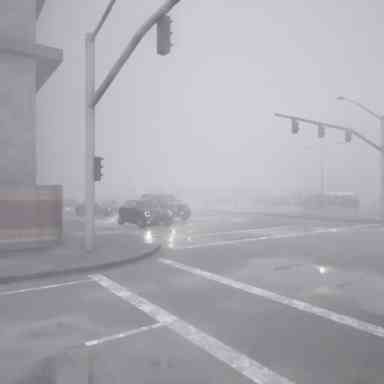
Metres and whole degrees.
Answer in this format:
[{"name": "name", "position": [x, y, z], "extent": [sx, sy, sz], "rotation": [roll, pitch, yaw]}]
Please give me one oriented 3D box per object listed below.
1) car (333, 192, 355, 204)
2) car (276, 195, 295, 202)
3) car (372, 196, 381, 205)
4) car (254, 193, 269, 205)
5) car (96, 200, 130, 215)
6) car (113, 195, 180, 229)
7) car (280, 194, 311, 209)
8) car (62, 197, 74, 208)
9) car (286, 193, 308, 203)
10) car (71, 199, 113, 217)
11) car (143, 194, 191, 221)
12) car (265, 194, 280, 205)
[{"name": "car", "position": [35.920, 1.198, 78.679], "extent": [3.866, 1.878, 1.905], "rotation": [0, 0, -35]}, {"name": "car", "position": [20.009, 1.396, 70.944], "extent": [3.905, 1.438, 1.784], "rotation": [0, 0, -35]}, {"name": "car", "position": [31.463, 1.428, 54.801], "extent": [3.806, 1.475, 1.970], "rotation": [0, 0, -35]}, {"name": "car", "position": [12.541, 1.177, 55.312], "extent": [4.605, 1.855, 1.932], "rotation": [0, 0, -35]}, {"name": "car", "position": [-8.370, 1.553, 34.918], "extent": [1.895, 1.301, 4.718], "rotation": [0, 0, -36]}, {"name": "car", "position": [-3.073, 1.302, 21.547], "extent": [2.097, 1.767, 4.553], "rotation": [0, 0, -36]}, {"name": "car", "position": [15.803, 1.419, 50.787], "extent": [3.806, 1.475, 1.970], "rotation": [0, 0, -35]}, {"name": "car", "position": [-17.946, 1.499, 48.345], "extent": [2.033, 1.411, 5.357], "rotation": [0, 0, -35]}, {"name": "car", "position": [21.630, 1.185, 68.543], "extent": [4.605, 1.855, 1.932], "rotation": [0, 0, -35]}, {"name": "car", "position": [-8.853, 1.551, 29.589], "extent": [1.895, 1.301, 4.718], "rotation": [0, 0, -36]}, {"name": "car", "position": [-2.354, 1.173, 26.535], "extent": [2.150, 2.045, 5.566], "rotation": [0, 0, -36]}, {"name": "car", "position": [14.131, 1.387, 53.151], "extent": [3.905, 1.438, 1.784], "rotation": [0, 0, -35]}]
